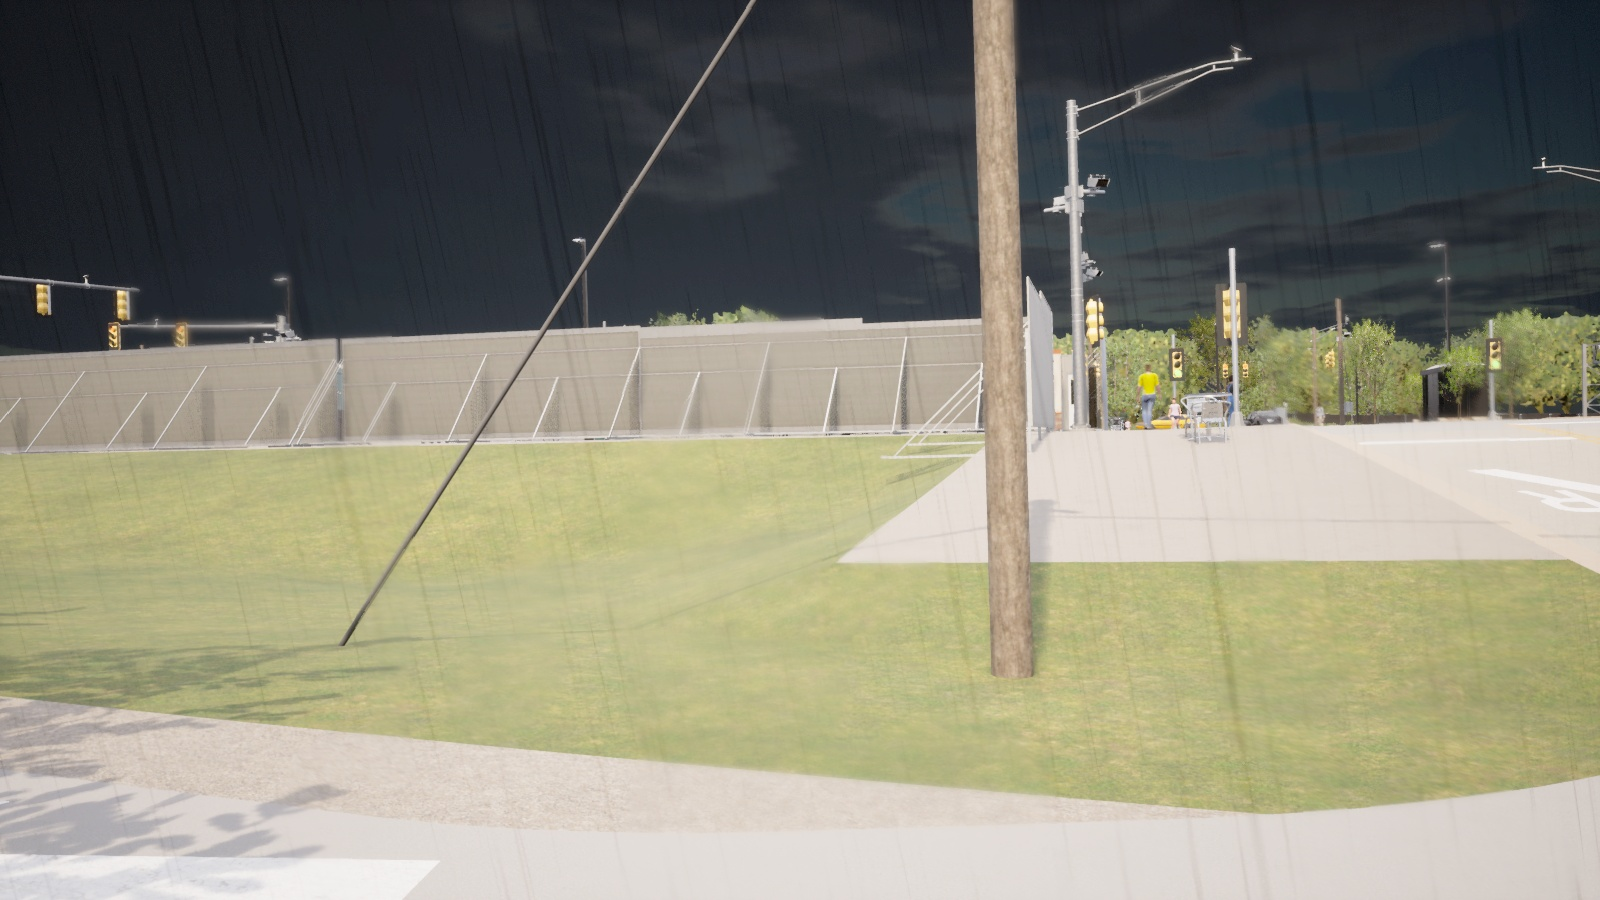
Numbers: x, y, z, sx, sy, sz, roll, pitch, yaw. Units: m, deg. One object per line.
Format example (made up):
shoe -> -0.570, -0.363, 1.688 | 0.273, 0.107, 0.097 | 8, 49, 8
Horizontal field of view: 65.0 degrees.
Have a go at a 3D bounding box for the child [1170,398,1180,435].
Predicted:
child -> 11.338, -1.006, 37.967 | 0.255, 1.110, 0.394 | -1, 0, 22

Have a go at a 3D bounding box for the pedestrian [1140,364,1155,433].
pedestrian -> 9.318, -1.368, 33.685 | 0.354, 1.836, 0.706 | -1, 0, 14

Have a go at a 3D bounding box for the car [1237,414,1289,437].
car -> 31.363, -1.672, 85.205 | 2.163, 1.488, 4.792 | -1, 1, 7

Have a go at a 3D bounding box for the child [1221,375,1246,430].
child -> 10.040, -1.090, 29.094 | 0.437, 1.263, 0.270 | -1, 0, -5
